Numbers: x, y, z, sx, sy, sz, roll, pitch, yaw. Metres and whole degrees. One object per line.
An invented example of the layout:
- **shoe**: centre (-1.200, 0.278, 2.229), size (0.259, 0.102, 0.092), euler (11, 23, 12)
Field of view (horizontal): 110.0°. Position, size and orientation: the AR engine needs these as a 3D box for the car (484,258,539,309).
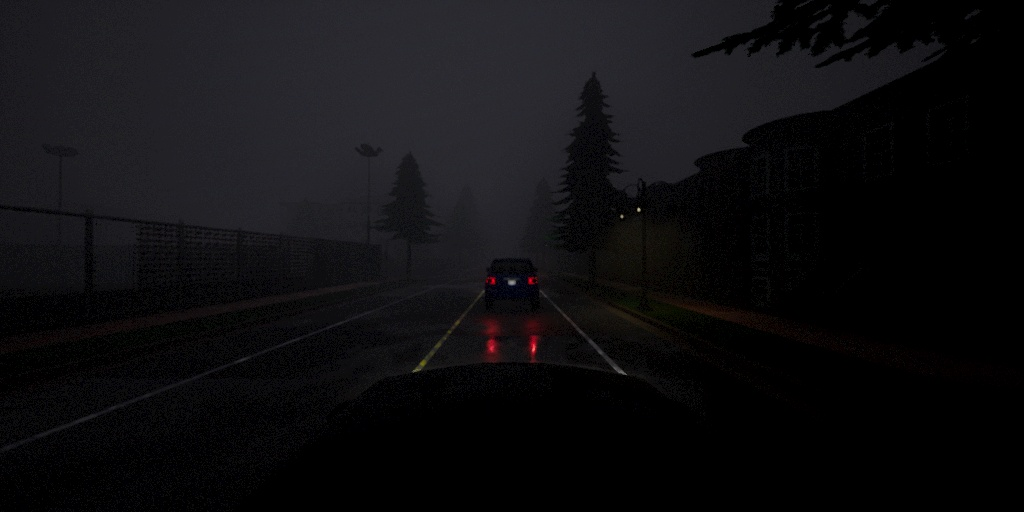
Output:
- **car**: centre (-0.001, 1.096, 15.904), size (2.150, 2.045, 5.566), euler (0, 0, 0)
